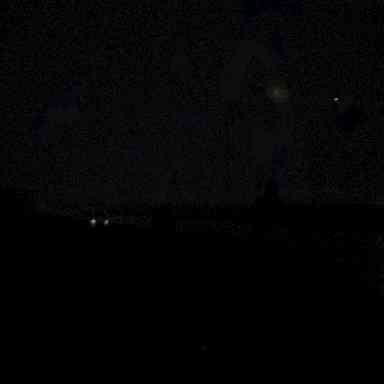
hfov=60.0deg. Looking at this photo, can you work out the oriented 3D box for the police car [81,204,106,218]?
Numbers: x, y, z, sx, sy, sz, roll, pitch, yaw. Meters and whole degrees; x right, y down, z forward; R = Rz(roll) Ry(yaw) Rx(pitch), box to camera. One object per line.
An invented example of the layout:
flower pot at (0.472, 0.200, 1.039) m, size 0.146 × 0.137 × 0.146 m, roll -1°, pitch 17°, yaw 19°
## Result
police car at (-12.460, 2.351, 41.913) m, size 1.930 × 1.638 × 5.238 m, roll -2°, pitch 0°, yaw -35°
